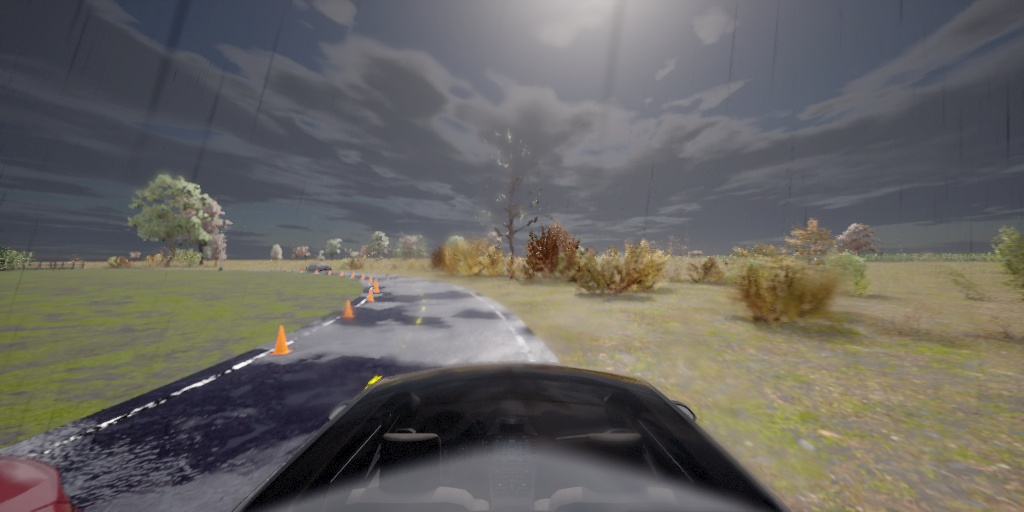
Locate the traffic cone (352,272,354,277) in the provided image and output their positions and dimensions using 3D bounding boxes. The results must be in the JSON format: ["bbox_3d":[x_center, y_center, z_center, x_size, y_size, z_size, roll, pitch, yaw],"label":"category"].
[{"bbox_3d":[-17.125,2.006,38.677,0.340,0.580,0.340,0,0,-36],"label":"traffic cone"}]

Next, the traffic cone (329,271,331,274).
[{"bbox_3d":[-23.369,2.063,46.006,0.340,0.580,0.340,0,0,-45],"label":"traffic cone"}]

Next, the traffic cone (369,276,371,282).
[{"bbox_3d":[-12.022,1.949,30.512,0.340,0.580,0.340,0,0,-28],"label":"traffic cone"}]

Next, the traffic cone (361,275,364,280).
[{"bbox_3d":[-14.423,1.978,34.689,0.340,0.580,0.340,0,0,-32],"label":"traffic cone"}]

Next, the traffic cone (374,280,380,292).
[{"bbox_3d":[-8.169,1.881,21.689,0.340,0.580,0.340,0,0,-19],"label":"traffic cone"}]

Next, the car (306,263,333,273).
[{"bbox_3d":[-28.712,1.743,53.403,5.357,1.411,2.033,0,-1,38],"label":"car"}]

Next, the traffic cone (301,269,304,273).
[{"bbox_3d":[-30.619,2.122,52.344,0.340,0.580,0.340,0,0,37],"label":"traffic cone"}]

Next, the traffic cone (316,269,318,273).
[{"bbox_3d":[-26.878,2.093,49.307,0.340,0.580,0.340,0,0,41],"label":"traffic cone"}]

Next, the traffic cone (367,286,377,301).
[{"bbox_3d":[-6.739,1.844,17.088,0.340,0.580,0.340,0,0,-15],"label":"traffic cone"}]

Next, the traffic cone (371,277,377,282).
[{"bbox_3d":[-9.933,1.916,26.171,0.340,0.580,0.340,0,0,-24],"label":"traffic cone"}]

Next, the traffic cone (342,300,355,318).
[{"bbox_3d":[-5.650,1.805,12.396,0.340,0.580,0.340,0,0,-11],"label":"traffic cone"}]

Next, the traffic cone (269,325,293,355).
[{"bbox_3d":[-4.908,1.766,7.636,0.340,0.580,0.340,0,0,-7],"label":"traffic cone"}]

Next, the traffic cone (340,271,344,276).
[{"bbox_3d":[-20.113,2.034,42.456,0.340,0.580,0.340,0,0,-40],"label":"traffic cone"}]
